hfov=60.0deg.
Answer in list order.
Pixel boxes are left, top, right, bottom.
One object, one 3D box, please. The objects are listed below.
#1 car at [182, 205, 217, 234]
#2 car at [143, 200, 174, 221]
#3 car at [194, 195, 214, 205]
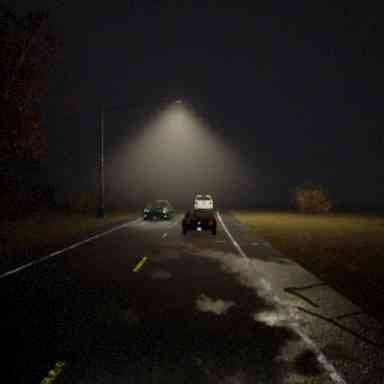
[{"bbox_3d":[0.462,1.701,20.031,1.895,1.301,4.718,0,0,2],"label":"car"},{"bbox_3d":[-2.836,1.494,28.843,2.097,1.767,4.553,0,0,3],"label":"car"},{"bbox_3d":[1.458,1.423,40.213,2.150,2.045,5.566,0,0,4],"label":"car"}]
